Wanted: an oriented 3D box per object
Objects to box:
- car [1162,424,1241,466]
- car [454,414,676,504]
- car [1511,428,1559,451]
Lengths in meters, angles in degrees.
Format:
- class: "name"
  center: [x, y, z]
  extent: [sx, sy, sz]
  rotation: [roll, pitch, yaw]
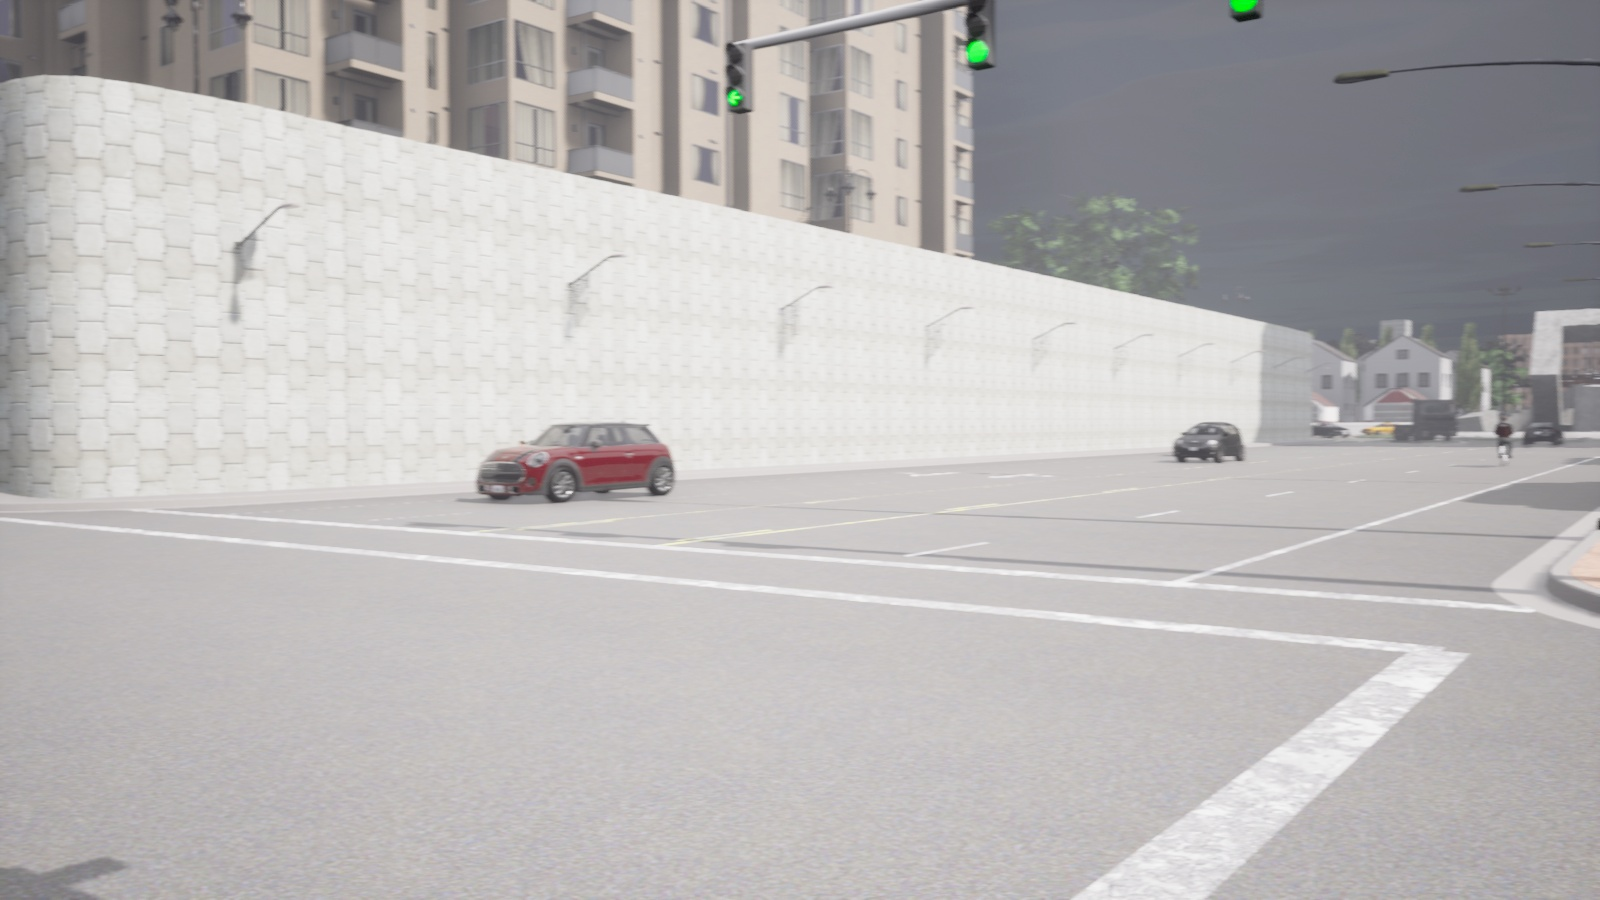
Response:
- class: "car"
  center: [16.175, -0.237, 50.428]
  extent: [1.851, 1.617, 3.988]
  rotation: [1, 1, 36]
- class: "car"
  center: [-4.997, 0.134, 27.286]
  extent: [2.097, 1.767, 4.553]
  rotation: [1, 1, 36]
- class: "car"
  center: [48.716, -0.711, 83.193]
  extent: [2.163, 1.488, 4.792]
  rotation: [1, 1, 37]
